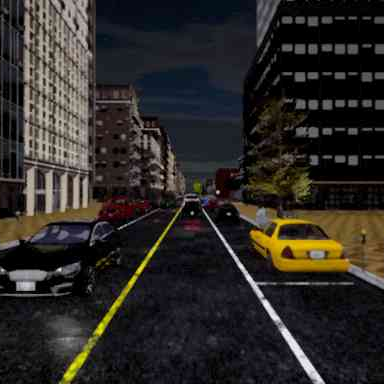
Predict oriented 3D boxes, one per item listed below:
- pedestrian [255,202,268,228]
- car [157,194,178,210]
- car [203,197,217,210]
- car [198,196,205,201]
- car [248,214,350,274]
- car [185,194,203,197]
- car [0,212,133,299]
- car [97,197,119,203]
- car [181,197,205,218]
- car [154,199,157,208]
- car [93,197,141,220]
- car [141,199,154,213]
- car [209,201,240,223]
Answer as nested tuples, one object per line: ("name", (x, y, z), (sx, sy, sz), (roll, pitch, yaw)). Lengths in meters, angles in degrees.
("pedestrian", (2.834, 1.312, 13.505), (0.375, 1.860, 0.375), (0, 0, 0))
("car", (-3.136, 1.300, 45.541), (2.150, 2.045, 5.566), (0, 0, 0))
("car", (2.624, 1.655, 42.942), (1.802, 1.307, 4.206), (0, 0, 0))
("car", (2.611, 1.735, 93.588), (1.752, 1.417, 4.829), (0, 0, 0))
("car", (2.992, 1.470, 10.508), (1.801, 1.575, 5.366), (0, 0, 0))
("car", (-0.026, 1.299, 44.032), (2.150, 2.045, 5.566), (0, 0, 0))
("car", (-3.108, 1.503, 8.670), (2.128, 1.511, 4.902), (0, 0, 0))
("car", (-17.526, 1.659, 69.425), (4.206, 1.307, 1.802), (0, -1, 0))
("car", (0.035, 1.554, 31.024), (1.837, 1.490, 4.892), (0, 0, 0))
("car", (-5.729, 1.651, 48.650), (1.947, 1.339, 4.313), (0, 0, 0))
("car", (-5.707, 1.353, 25.894), (2.192, 1.841, 5.009), (0, 0, 0))
("car", (-5.719, 1.605, 37.273), (1.887, 1.381, 4.507), (0, 0, 0))
("car", (2.639, 1.605, 25.875), (1.947, 1.339, 4.313), (0, 0, 0))
